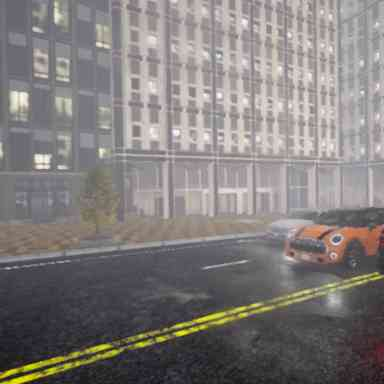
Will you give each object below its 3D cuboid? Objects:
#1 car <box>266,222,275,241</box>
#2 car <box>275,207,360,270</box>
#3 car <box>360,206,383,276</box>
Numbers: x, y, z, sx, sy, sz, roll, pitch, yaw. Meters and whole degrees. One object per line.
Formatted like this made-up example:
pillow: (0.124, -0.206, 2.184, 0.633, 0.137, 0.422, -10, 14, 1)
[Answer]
car: (5.440, 1.468, 14.948, 4.674, 1.442, 1.812, 0, 0, -32)
car: (5.213, 1.310, 10.966, 4.553, 1.767, 2.097, 0, 0, -32)
car: (6.603, 1.189, 7.785, 5.566, 2.045, 2.150, 0, 0, -33)
